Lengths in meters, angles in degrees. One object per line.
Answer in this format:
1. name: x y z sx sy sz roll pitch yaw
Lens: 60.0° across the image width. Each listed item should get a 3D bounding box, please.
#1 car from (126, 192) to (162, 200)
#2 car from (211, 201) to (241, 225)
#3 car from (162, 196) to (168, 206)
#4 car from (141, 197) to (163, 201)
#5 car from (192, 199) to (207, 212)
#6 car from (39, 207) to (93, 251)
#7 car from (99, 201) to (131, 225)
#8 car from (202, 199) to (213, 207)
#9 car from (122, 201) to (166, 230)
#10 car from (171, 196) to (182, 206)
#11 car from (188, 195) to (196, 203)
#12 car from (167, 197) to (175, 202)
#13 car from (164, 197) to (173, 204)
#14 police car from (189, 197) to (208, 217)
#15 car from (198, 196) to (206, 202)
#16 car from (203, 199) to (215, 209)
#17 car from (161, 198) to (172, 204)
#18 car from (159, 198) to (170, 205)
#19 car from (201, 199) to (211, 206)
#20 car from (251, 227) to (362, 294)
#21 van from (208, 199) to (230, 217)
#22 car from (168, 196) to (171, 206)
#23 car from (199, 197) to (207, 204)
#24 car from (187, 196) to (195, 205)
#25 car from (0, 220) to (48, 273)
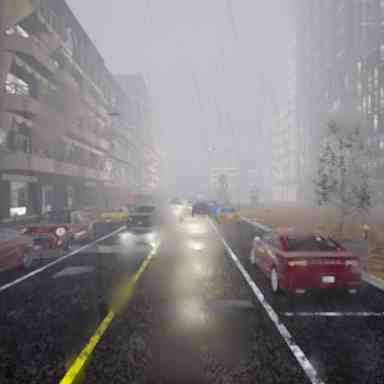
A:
1. car: -7.405 1.253 49.216 2.045 2.150 5.566 17 4 29
2. car: 2.678 1.669 25.512 1.752 1.417 4.829 0 0 0
3. car: -5.713 1.876 58.329 1.752 1.417 4.829 0 0 0
4. car: -5.709 1.823 47.446 1.887 1.381 4.507 0 0 0
5. car: 0.887 1.762 43.866 1.837 1.490 4.892 0 0 0
6. car: -5.700 1.518 14.287 1.967 1.590 4.097 0 0 0
7. car: -5.702 1.665 25.170 1.752 1.417 4.829 0 0 0
8. car: 2.667 1.934 58.501 1.802 1.307 4.206 0 0 0
9. car: -3.104 1.602 22.375 1.882 1.535 5.008 0 0 0
10. car: -3.039 1.742 64.226 2.097 1.767 4.553 0 0 0
11. car: -0.023 1.757 83.881 2.097 1.767 4.553 0 0 0
12. car: -5.723 2.130 91.657 1.887 1.381 4.507 0 0 0
13. car: -5.720 1.944 80.604 1.967 1.590 4.097 0 0 0
14. police car: 0.890 1.619 33.976 1.930 1.638 5.238 0 0 0
15. car: 2.656 2.027 91.661 1.967 1.590 4.097 0 0 0
16. car: 2.669 1.842 53.145 1.752 1.417 4.829 0 0 0
17. car: -5.718 2.016 75.079 2.008 1.369 4.403 0 0 0
18. car: -5.716 1.977 69.552 2.008 1.369 4.403 0 0 0
19. car: 2.665 1.972 64.027 1.802 1.307 4.206 0 0 0
20. car: 2.683 1.594 8.763 1.887 1.381 4.507 0 0 0
21. van: 2.675 1.516 30.869 1.690 1.788 3.998 0 0 0
22. car: -5.716 1.704 64.026 2.192 1.841 5.009 0 0 0
23. car: 2.660 2.032 80.776 1.752 1.417 4.829 0 0 0
24. car: -0.020 1.844 68.253 1.837 1.490 4.892 0 0 0
25. car: -5.697 1.630 8.760 1.802 1.307 4.206 0 0 0
